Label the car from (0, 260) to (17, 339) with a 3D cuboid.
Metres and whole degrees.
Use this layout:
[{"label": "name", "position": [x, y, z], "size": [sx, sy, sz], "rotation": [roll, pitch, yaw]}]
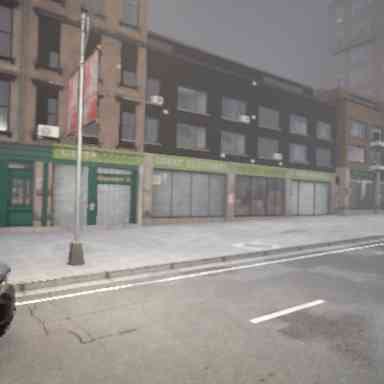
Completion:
[{"label": "car", "position": [-4.829, 1.436, 3.783], "size": [5.008, 1.535, 1.882], "rotation": [1, 0, -35]}]
